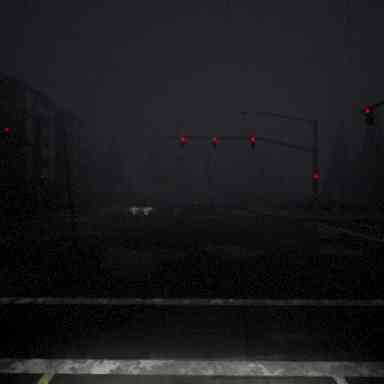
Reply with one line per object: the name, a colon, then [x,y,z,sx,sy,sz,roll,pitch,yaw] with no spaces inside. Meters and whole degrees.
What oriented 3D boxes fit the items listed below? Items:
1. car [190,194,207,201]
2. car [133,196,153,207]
car: [1.352,1.169,69.882,1.882,1.535,5.008,0,0,31]
car: [-6.713,1.291,45.927,1.882,1.535,5.008,-1,0,4]
